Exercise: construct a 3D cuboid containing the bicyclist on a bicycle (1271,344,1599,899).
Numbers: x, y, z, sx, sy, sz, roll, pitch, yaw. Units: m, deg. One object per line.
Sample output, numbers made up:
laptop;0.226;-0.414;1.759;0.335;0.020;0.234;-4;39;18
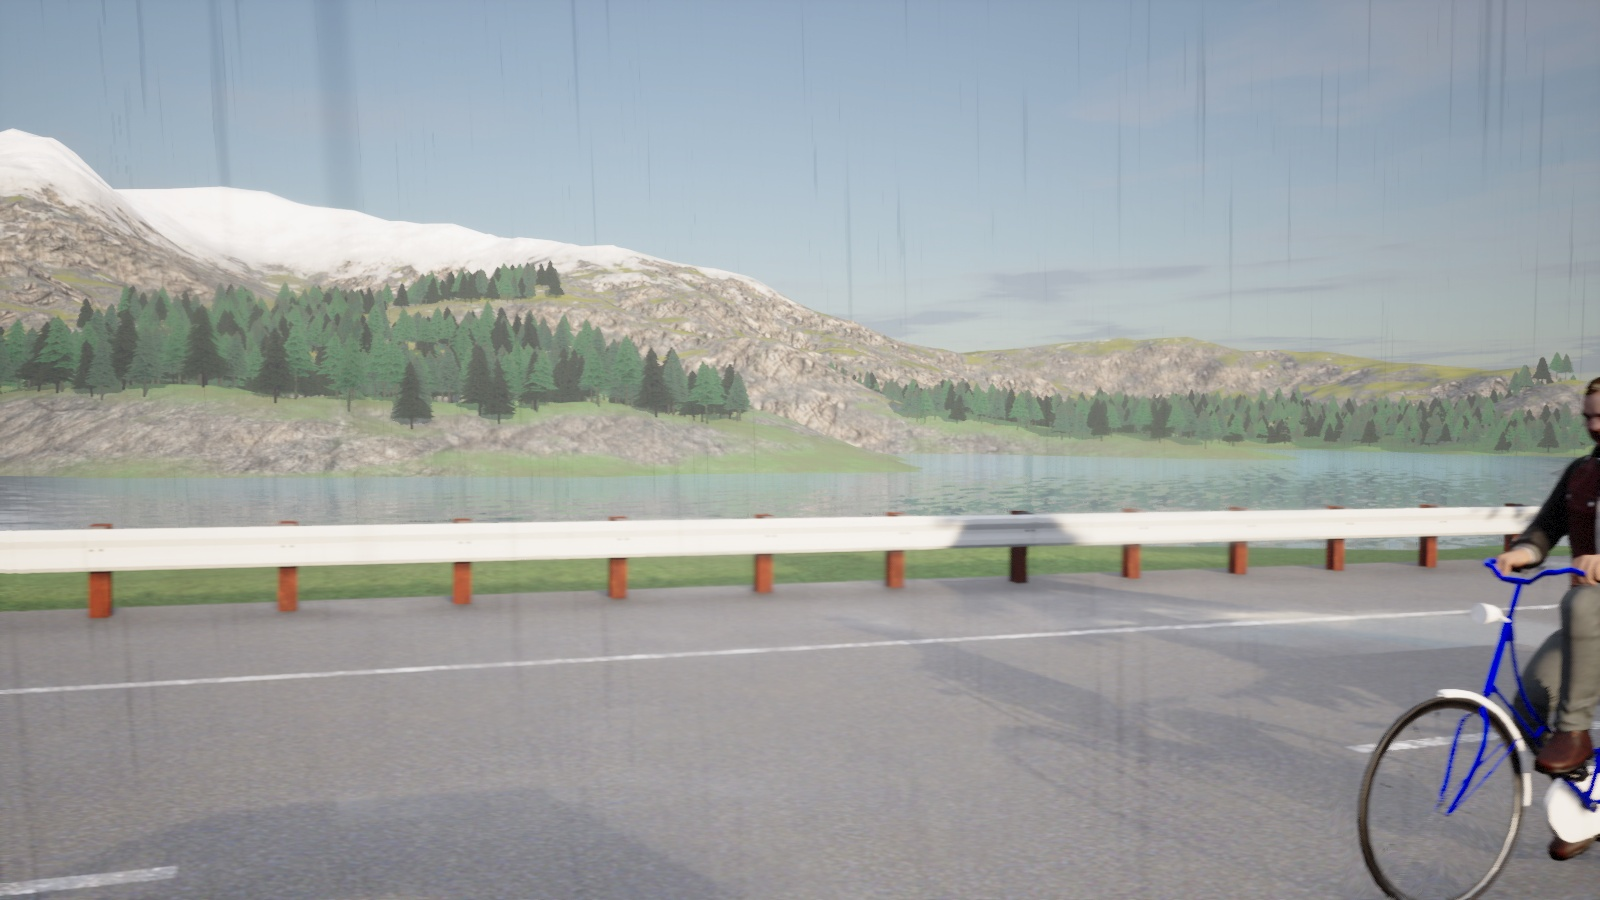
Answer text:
bicyclist on a bicycle;2.551;0.572;4.206;1.843;1.776;0.659;-1;1;-21
